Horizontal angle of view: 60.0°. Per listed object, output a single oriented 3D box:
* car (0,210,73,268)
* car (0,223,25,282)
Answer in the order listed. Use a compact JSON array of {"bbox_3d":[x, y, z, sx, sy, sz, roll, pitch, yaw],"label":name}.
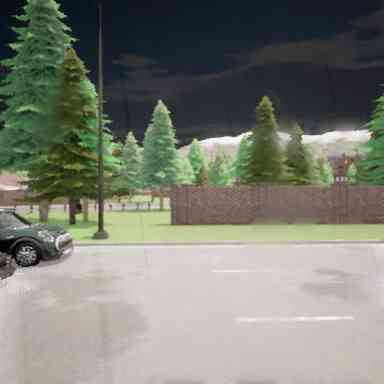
[{"bbox_3d":[-6.284,1.348,10.713,4.553,1.767,2.097,0,0,-2],"label":"car"},{"bbox_3d":[-6.883,1.554,7.191,5.357,1.411,2.033,0,0,-2],"label":"car"}]
